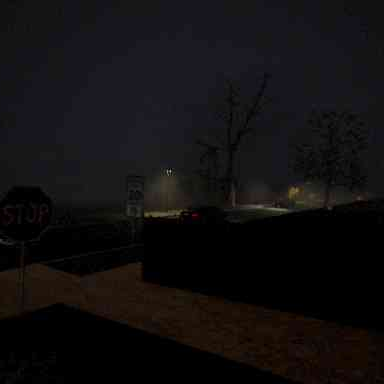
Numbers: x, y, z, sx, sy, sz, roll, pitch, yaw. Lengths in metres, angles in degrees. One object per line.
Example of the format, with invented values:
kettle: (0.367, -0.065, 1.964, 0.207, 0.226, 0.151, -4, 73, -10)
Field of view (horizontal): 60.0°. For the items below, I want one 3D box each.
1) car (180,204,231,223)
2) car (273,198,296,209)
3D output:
car: (1.042, 1.611, 23.243, 1.837, 1.490, 4.892, 4, 2, 33)
car: (13.102, 1.520, 46.856, 2.033, 1.411, 5.357, 4, 2, 33)
